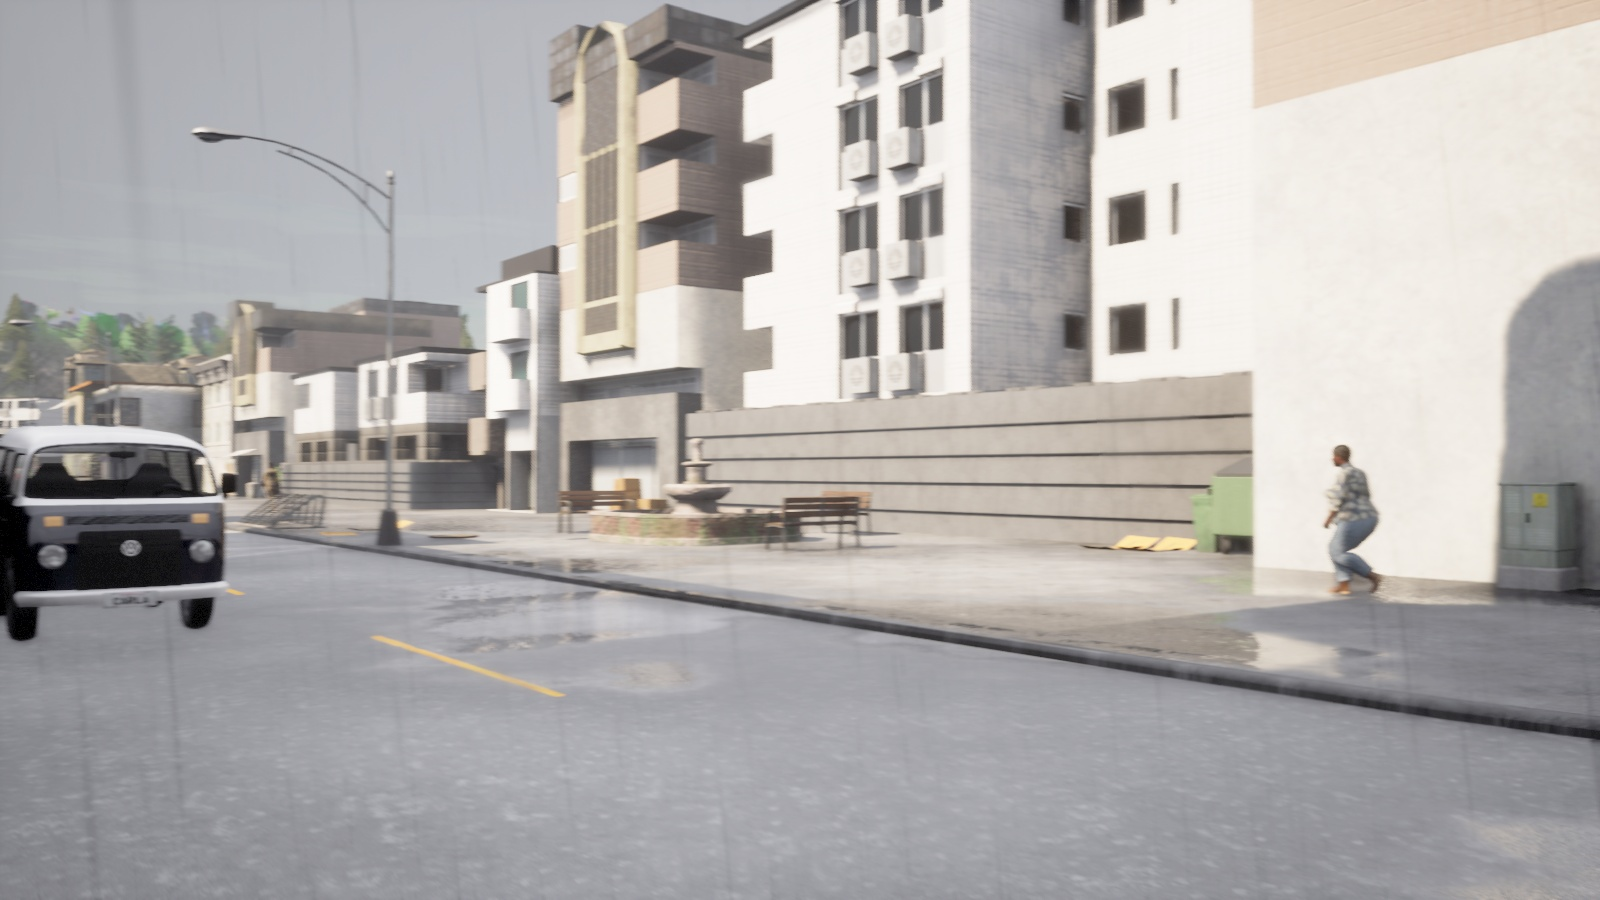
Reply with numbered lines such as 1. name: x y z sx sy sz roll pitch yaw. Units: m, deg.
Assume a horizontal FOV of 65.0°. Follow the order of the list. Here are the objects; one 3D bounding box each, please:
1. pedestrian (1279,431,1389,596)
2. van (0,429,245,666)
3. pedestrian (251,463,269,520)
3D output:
1. pedestrian: 6.253 0.724 14.707 0.900 1.855 0.874 -1 -1 44
2. van: -7.465 0.815 13.095 2.069 2.038 4.480 0 0 -37
3. pedestrian: -18.593 1.426 43.250 0.396 1.930 0.692 0 -1 -38
